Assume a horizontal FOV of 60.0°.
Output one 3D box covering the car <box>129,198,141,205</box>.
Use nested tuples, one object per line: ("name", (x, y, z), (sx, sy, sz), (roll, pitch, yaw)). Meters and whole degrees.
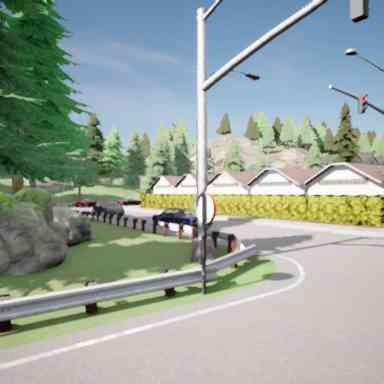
("car", (-10.148, 1.625, 53.915), (1.895, 1.301, 4.718), (0, 0, 33))

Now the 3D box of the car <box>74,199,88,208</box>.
("car", (-15.716, 1.672, 50.080), (1.895, 1.301, 4.718), (0, 0, 14))

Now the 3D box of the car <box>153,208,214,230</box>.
("car", (-0.647, 1.714, 21.373), (1.895, 1.301, 4.718), (0, 0, -35))

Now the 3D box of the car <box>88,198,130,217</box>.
("car", (-8.034, 1.618, 31.926), (1.837, 1.490, 4.892), (0, 0, -35))
